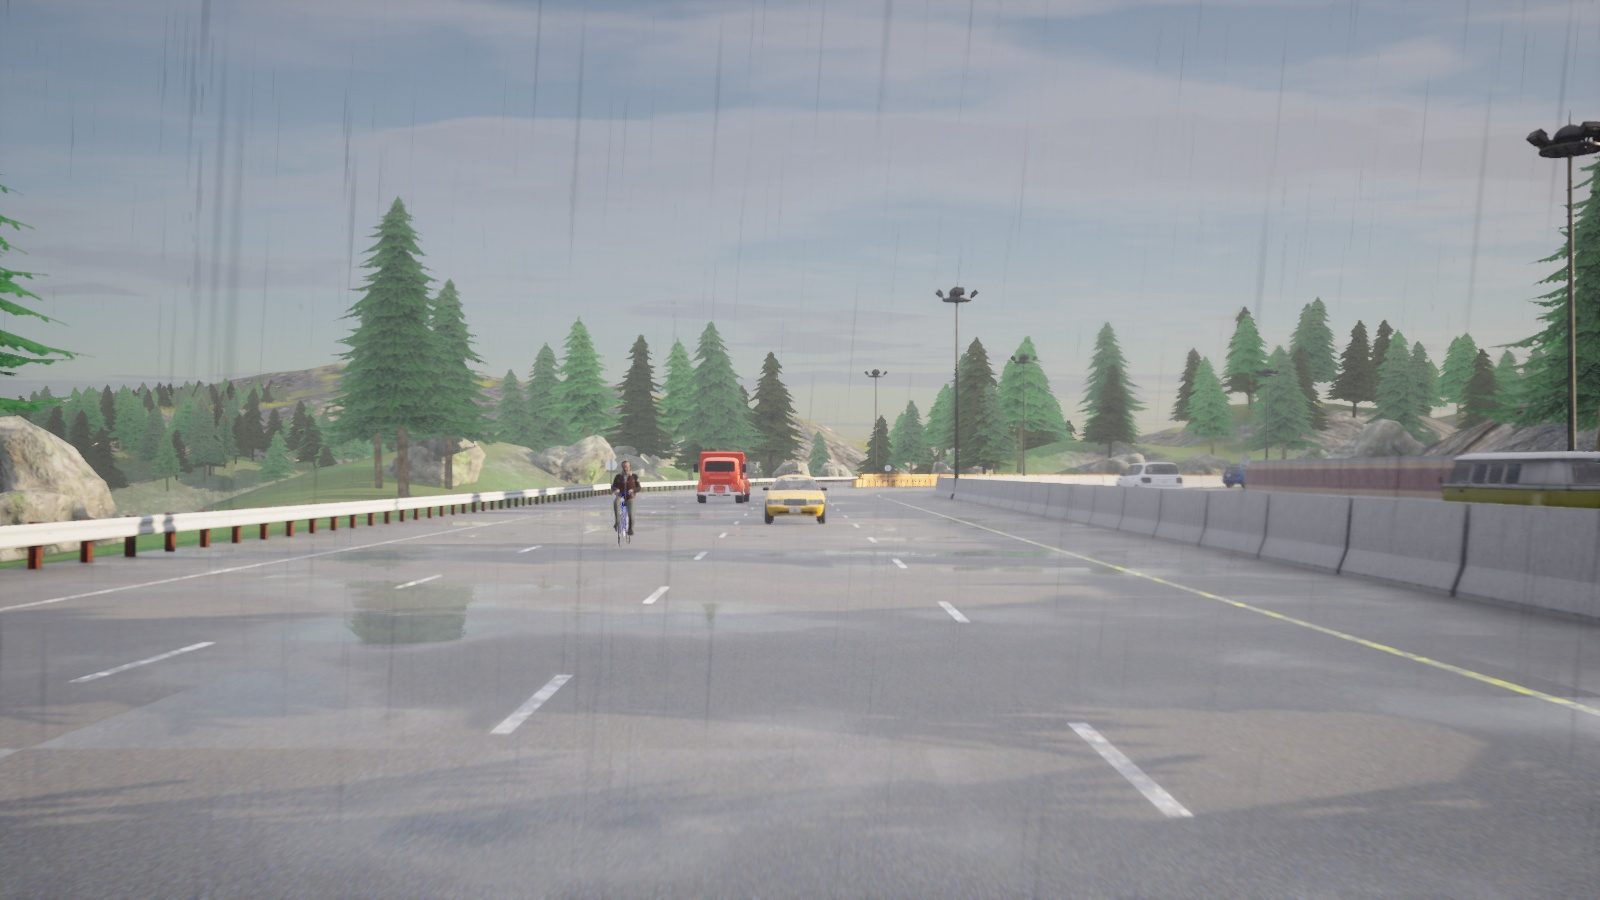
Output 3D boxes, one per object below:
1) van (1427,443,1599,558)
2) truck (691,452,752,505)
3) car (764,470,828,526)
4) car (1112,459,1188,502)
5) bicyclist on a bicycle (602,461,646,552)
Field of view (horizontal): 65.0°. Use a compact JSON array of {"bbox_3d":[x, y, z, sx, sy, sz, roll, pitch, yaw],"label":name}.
[{"bbox_3d":[13.936,0.908,23.865,1.775,1.987,4.442,0,-1,0],"label":"van"},{"bbox_3d":[-3.758,1.360,61.125,2.627,2.467,5.204,0,-1,0],"label":"truck"},{"bbox_3d":[-0.137,1.389,38.265,1.801,1.575,5.366,0,-1,0],"label":"car"},{"bbox_3d":[17.239,1.499,62.202,2.150,2.045,5.566,0,-1,0],"label":"car"},{"bbox_3d":[-3.572,1.126,25.624,0.659,1.776,1.843,0,-1,0],"label":"bicyclist on a bicycle"}]
